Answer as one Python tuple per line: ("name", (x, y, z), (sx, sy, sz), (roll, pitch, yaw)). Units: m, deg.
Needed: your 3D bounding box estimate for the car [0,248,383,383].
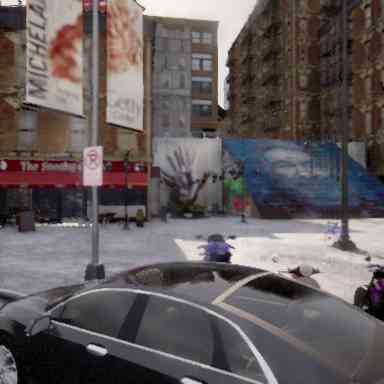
("car", (-0.268, 1.518, 3.456), (4.892, 1.490, 1.837), (0, 0, 34))
